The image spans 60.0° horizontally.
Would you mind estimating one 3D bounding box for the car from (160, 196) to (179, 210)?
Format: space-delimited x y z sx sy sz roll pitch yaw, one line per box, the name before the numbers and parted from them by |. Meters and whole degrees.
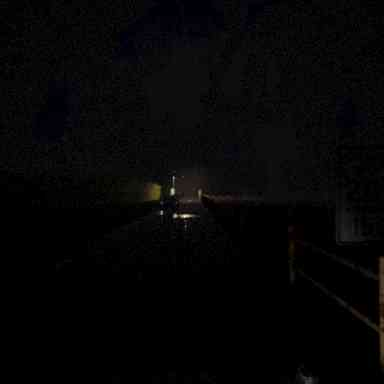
car | -2.672 1.276 40.613 2.097 1.767 4.553 0 0 0
